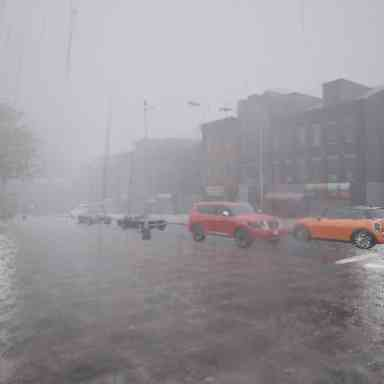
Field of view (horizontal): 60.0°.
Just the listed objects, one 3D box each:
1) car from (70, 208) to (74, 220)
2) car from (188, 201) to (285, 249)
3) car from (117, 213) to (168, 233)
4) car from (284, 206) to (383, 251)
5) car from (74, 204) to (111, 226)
[{"bbox_3d":[-14.764,2.714,44.971,2.150,2.045,5.566,-1,-2,-36],"label":"car"},{"bbox_3d":[1.996,1.475,16.440,2.150,2.045,5.566,-1,-1,-35],"label":"car"},{"bbox_3d":[-3.721,2.201,24.443,1.895,1.301,4.718,-1,-2,-36],"label":"car"},{"bbox_3d":[6.716,1.431,14.885,2.097,1.767,4.553,-1,-1,-30],"label":"car"},{"bbox_3d":[-9.660,2.352,32.766,2.097,1.767,4.553,-1,-2,-35],"label":"car"}]
